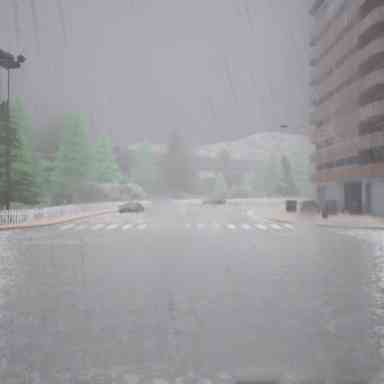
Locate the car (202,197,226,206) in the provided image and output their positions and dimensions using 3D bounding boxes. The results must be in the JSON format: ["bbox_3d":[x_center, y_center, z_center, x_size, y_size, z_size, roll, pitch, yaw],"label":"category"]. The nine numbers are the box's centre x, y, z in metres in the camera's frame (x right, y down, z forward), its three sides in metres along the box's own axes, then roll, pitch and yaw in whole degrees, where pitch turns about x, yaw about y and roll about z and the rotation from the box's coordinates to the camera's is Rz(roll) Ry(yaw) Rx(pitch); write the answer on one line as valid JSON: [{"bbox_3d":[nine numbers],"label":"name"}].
[{"bbox_3d":[3.846,1.651,58.465,5.008,1.535,1.882,0,-1,-45],"label":"car"}]

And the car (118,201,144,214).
[{"bbox_3d":[-6.611,1.691,36.473,1.994,1.385,4.181,0,0,5],"label":"car"}]
